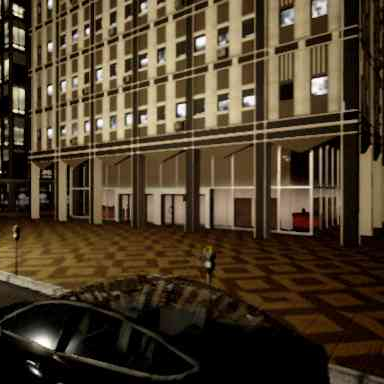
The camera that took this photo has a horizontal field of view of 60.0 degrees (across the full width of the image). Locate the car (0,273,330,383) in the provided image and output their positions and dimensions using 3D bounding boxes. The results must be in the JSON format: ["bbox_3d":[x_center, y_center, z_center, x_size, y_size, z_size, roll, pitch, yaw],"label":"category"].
[{"bbox_3d":[-0.829,1.566,3.464,4.313,1.339,1.947,0,0,35],"label":"car"}]
